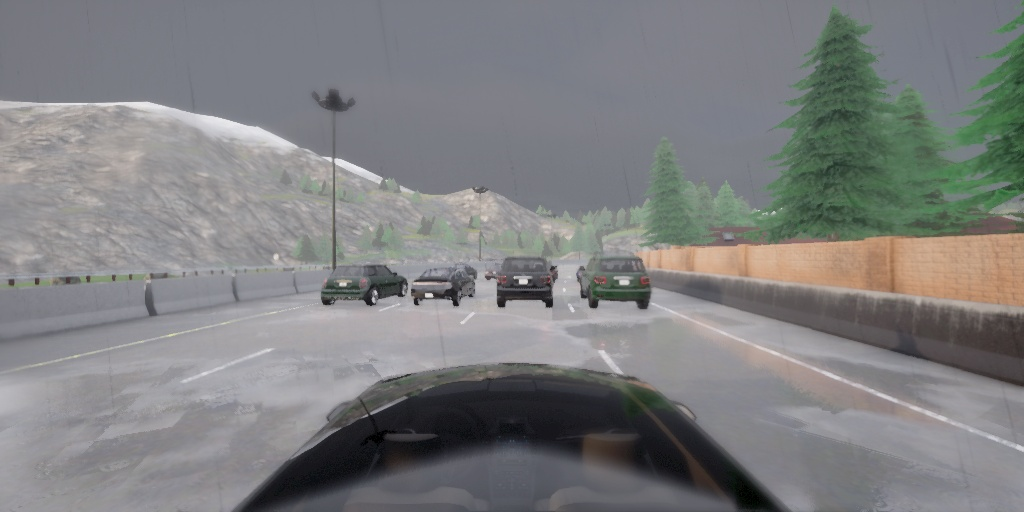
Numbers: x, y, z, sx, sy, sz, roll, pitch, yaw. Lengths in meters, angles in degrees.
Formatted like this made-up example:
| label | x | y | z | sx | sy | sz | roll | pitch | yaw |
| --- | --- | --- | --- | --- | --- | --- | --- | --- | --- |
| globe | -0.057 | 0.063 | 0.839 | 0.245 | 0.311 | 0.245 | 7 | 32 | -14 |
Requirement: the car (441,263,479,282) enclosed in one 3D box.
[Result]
| label | x | y | z | sx | sy | sz | roll | pitch | yaw |
| --- | --- | --- | --- | --- | --- | --- | --- | --- | --- |
| car | -4.291 | 1.320 | 30.348 | 1.994 | 1.385 | 4.181 | 0 | 0 | 11 |

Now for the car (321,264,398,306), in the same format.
| label | x | y | z | sx | sy | sz | roll | pitch | yaw |
| --- | --- | --- | --- | --- | --- | --- | --- | --- | --- |
| car | -6.324 | 1.113 | 15.957 | 2.097 | 1.767 | 4.553 | 0 | 0 | 5 |

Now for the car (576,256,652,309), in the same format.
| label | x | y | z | sx | sy | sz | roll | pitch | yaw |
| --- | --- | --- | --- | --- | --- | --- | --- | --- | --- |
| car | 4.136 | 1.005 | 15.036 | 2.150 | 2.045 | 5.566 | 0 | 0 | 5 |

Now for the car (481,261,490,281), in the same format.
| label | x | y | z | sx | sy | sz | roll | pitch | yaw |
| --- | --- | --- | --- | --- | --- | --- | --- | --- | --- |
| car | -0.852 | 1.311 | 29.696 | 2.033 | 1.411 | 5.357 | 0 | 0 | 11 |

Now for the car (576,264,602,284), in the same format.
| label | x | y | z | sx | sy | sz | roll | pitch | yaw |
| --- | --- | --- | --- | --- | --- | --- | --- | --- | --- |
| car | 6.031 | 1.364 | 28.423 | 1.895 | 1.301 | 4.718 | 0 | 0 | 11 |

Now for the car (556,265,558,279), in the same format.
| label | x | y | z | sx | sy | sz | roll | pitch | yaw |
| --- | --- | --- | --- | --- | --- | --- | --- | --- | --- |
| car | 2.581 | 1.114 | 29.015 | 2.097 | 1.767 | 4.553 | 0 | 0 | 11 |

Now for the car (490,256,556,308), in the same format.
| label | x | y | z | sx | sy | sz | roll | pitch | yaw |
| --- | --- | --- | --- | --- | --- | --- | --- | --- | --- |
| car | 0.651 | 1.005 | 15.363 | 2.150 | 2.045 | 5.566 | 0 | 0 | 5 |

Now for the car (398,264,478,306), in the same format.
| label | x | y | z | sx | sy | sz | roll | pitch | yaw |
| --- | --- | --- | --- | --- | --- | --- | --- | --- | --- |
| car | -2.837 | 1.242 | 15.660 | 2.128 | 1.511 | 4.902 | 0 | 0 | 5 |
